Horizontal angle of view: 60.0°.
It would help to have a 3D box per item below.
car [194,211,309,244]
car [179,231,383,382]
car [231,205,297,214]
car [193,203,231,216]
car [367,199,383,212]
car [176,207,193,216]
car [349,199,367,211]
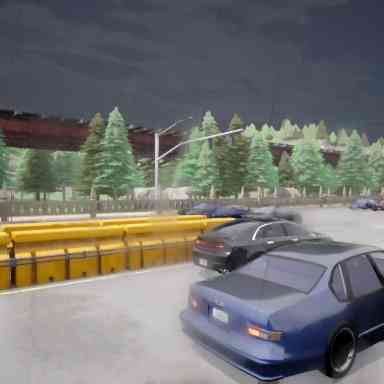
[{"bbox_3d":[2.261,1.505,9.685,4.892,1.490,1.837,0,0,-35],"label":"car"},{"bbox_3d":[2.398,1.547,5.496,5.357,1.411,2.033,0,0,-35],"label":"car"},{"bbox_3d":[4.868,1.525,20.361,4.674,1.442,1.812,0,0,-35],"label":"car"},{"bbox_3d":[2.696,1.601,23.112,4.718,1.301,1.895,0,0,-35],"label":"car"},{"bbox_3d":[21.917,1.477,36.818,5.008,1.535,1.882,0,0,-36],"label":"car"},{"bbox_3d":[1.322,1.547,26.430,5.357,1.411,2.033,0,0,-36],"label":"car"},{"bbox_3d":[20.993,1.525,40.460,4.674,1.442,1.812,0,0,-35],"label":"car"}]
